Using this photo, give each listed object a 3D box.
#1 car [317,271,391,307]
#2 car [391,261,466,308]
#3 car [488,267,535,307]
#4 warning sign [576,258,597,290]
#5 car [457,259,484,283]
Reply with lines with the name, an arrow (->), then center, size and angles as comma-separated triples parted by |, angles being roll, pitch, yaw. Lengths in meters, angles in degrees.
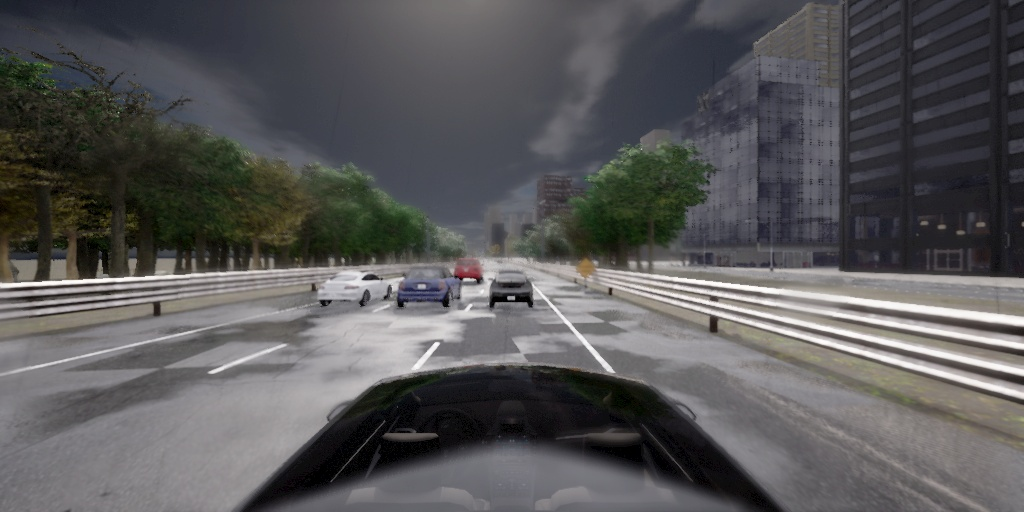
car -> -7.038, 1.416, 16.392 | 1.812, 1.442, 4.674 | 0, 0, 0
car -> -3.537, 1.238, 16.117 | 2.097, 1.767, 4.553 | 0, -1, 0
car -> -0.037, 1.398, 16.361 | 1.837, 1.490, 4.892 | 0, 0, 0
warning sign -> 4.469, 1.055, 21.653 | 1.300, 1.860, 1.060 | 0, 0, 0
car -> -3.683, 1.250, 31.106 | 2.150, 2.045, 5.566 | 0, 0, -1
